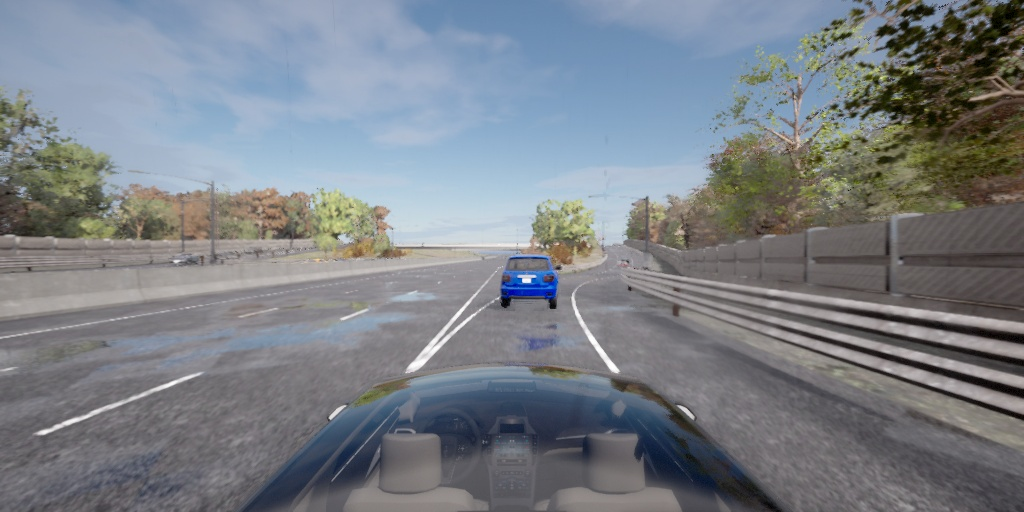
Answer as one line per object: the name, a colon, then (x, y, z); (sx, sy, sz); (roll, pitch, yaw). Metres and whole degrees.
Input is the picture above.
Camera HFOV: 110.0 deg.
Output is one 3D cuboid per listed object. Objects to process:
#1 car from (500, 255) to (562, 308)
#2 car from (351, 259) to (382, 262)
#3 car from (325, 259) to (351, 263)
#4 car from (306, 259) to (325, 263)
car: (0.914, 0.980, 15.467); (2.150, 2.045, 5.566); (0, 0, 8)
car: (-21.423, 1.221, 53.051); (1.837, 1.490, 4.892); (0, 0, 0)
car: (-24.922, 1.201, 52.995); (2.128, 1.511, 4.902); (0, 0, 0)
car: (-28.417, 1.180, 51.902); (1.882, 1.535, 5.008); (0, 0, 0)
